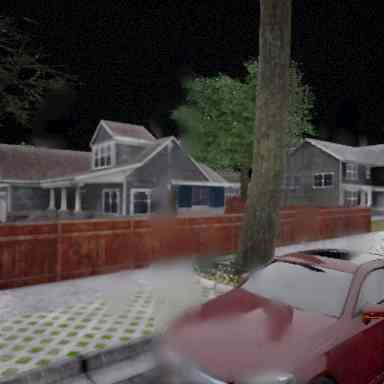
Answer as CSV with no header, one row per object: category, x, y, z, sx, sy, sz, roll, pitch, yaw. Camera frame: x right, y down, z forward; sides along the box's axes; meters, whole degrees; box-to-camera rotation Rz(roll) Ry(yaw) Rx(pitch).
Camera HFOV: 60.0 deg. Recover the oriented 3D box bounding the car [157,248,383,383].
car,1.765,1.562,4.455,4.674,1.442,1.812,0,-1,-37
